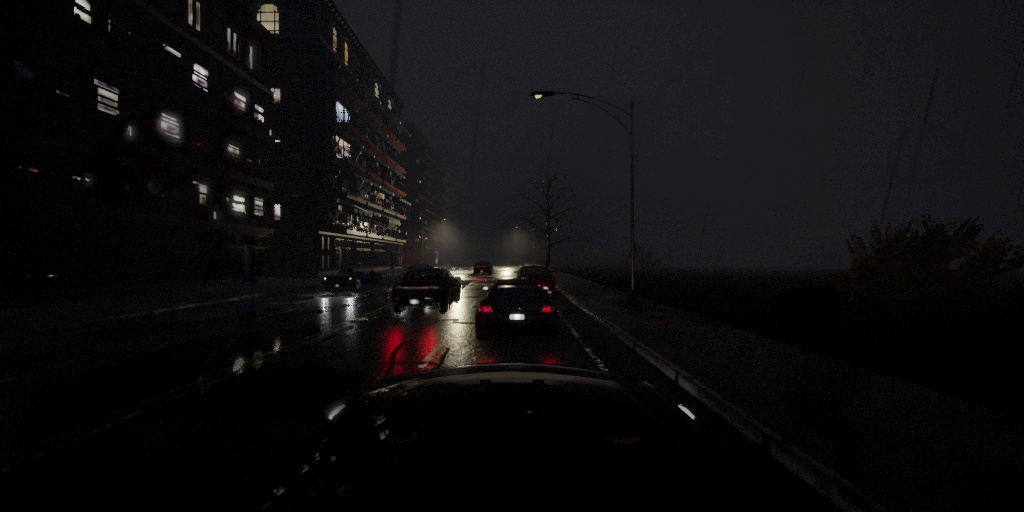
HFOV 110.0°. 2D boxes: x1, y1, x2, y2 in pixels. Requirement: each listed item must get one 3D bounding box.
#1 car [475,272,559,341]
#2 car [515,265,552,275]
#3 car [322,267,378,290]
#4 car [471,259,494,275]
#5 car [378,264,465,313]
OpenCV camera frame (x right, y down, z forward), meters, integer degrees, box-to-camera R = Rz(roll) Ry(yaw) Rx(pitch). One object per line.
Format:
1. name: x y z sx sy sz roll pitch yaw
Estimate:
1. car: 0.107 1.315 9.929 1.994 1.385 4.181 0 0 0
2. car: 1.148 1.230 18.849 1.882 1.535 5.008 0 0 0
3. car: -9.837 1.353 22.391 1.895 1.301 4.718 0 0 0
4. car: -3.126 1.258 39.282 1.837 1.490 4.892 0 0 0
5. car: -3.143 1.243 13.962 2.128 1.511 4.902 0 0 0
